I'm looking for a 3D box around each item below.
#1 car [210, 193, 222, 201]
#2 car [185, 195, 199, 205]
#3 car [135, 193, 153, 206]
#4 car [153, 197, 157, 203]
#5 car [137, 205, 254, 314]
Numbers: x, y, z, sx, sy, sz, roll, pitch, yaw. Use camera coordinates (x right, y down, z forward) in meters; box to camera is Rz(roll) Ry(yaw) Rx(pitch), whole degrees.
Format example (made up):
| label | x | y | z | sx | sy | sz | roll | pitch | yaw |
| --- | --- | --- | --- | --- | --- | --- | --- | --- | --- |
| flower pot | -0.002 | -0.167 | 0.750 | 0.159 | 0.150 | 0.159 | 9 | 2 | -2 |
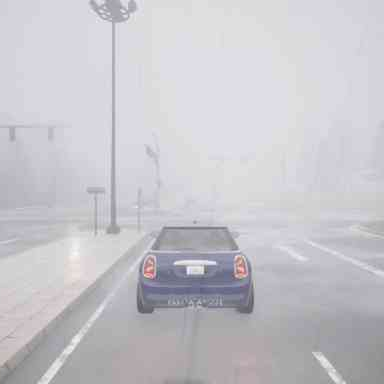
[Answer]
| label | x | y | z | sx | sy | sz | roll | pitch | yaw |
| --- | --- | --- | --- | --- | --- | --- | --- | --- | --- |
| car | 6.362 | 1.212 | 84.906 | 2.150 | 2.045 | 5.566 | 0 | 0 | -1 |
| car | -0.157 | 1.524 | 54.615 | 1.812 | 1.442 | 4.674 | 0 | 0 | -1 |
| car | -8.266 | 1.350 | 55.975 | 2.097 | 1.767 | 4.553 | 0 | 0 | -1 |
| car | -8.364 | 1.545 | 65.589 | 2.033 | 1.411 | 5.357 | 0 | 0 | 0 |
| car | 0.071 | 1.352 | 7.796 | 2.097 | 1.767 | 4.553 | 0 | 0 | 0 |
